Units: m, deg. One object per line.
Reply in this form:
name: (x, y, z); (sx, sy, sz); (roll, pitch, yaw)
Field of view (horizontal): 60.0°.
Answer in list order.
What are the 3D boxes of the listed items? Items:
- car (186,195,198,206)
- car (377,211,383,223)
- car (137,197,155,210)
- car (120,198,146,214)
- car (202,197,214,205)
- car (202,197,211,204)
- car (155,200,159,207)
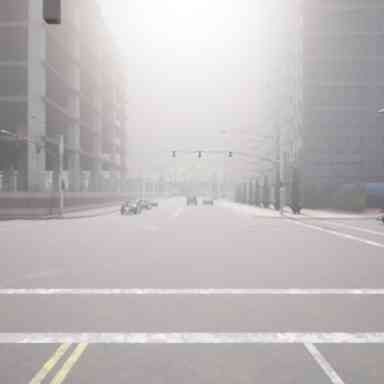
car: (-0.037, 1.727, 68.783); (2.150, 2.045, 5.566); (0, 0, 0)
car: (16.356, 1.673, 24.590); (4.902, 1.511, 2.128); (0, 0, 0)
car: (-7.110, 1.866, 49.036); (1.837, 1.490, 4.892); (0, -1, 0)
car: (-7.109, 1.779, 39.049); (2.128, 1.511, 4.902); (0, 0, 0)
car: (3.463, 2.033, 69.362); (1.812, 1.442, 4.674); (0, 0, 0)
car: (3.457, 1.979, 79.406); (1.837, 1.490, 4.892); (0, 0, 0)
car: (-7.100, 2.000, 59.377); (1.994, 1.385, 4.181); (0, 0, 1)
